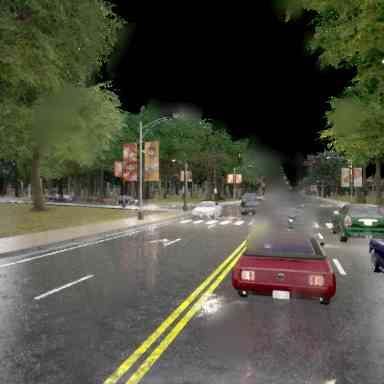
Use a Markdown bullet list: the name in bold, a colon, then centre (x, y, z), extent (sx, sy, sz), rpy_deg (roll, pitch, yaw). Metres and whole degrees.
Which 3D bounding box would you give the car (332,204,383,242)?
- **car**: centre (8.130, 1.353, 16.201), extent (2.097, 1.767, 4.553), rpy_deg (0, 0, 17)

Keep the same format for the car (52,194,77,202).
- **car**: centre (-25.878, 1.302, 67.647), extent (4.674, 1.442, 1.812), rpy_deg (0, 0, 40)

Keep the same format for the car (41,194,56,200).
- **car**: centre (-36.990, 1.256, 85.610), extent (4.181, 1.385, 1.994), rpy_deg (0, 0, 40)

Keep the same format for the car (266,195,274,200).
- **car**: centre (21.589, 1.548, 92.290), extent (1.812, 1.442, 4.674), rpy_deg (0, 0, 17)

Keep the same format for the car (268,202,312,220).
- **car**: centre (4.998, 1.506, 17.082), extent (1.837, 1.490, 4.892), rpy_deg (0, 0, 17)

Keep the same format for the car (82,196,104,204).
- **car**: centre (-18.156, 1.425, 61.023), extent (4.718, 1.301, 1.895), rpy_deg (0, 0, 41)

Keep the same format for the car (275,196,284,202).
- **car**: centre (21.271, 1.610, 80.374), extent (1.895, 1.301, 4.718), rpy_deg (0, 0, 17)

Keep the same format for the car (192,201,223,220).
- **car**: centre (1.384, 1.527, 28.130), extent (1.812, 1.442, 4.674), rpy_deg (0, 0, 17)

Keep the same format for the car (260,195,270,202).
- **car**: centre (17.294, 1.492, 78.543), extent (1.882, 1.535, 5.008), rpy_deg (0, 0, 17)

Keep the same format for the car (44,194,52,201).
- **car**: centre (-31.512, 1.262, 76.695), extent (4.674, 1.442, 1.812), rpy_deg (0, 0, 40)

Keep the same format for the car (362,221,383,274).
- **car**: centre (5.494, 1.601, 7.607), extent (1.895, 1.301, 4.718), rpy_deg (0, 0, 17)

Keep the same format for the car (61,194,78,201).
- **car**: centre (-29.129, 1.263, 78.935), extent (4.674, 1.442, 1.812), rpy_deg (0, 0, 40)

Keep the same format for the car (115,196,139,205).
- **car**: centre (-10.746, 1.363, 54.719), extent (4.902, 1.511, 2.128), rpy_deg (0, 0, 41)

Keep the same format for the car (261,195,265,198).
- **car**: centre (13.855, 1.554, 67.541), extent (2.033, 1.411, 5.357), rpy_deg (0, 0, 17)

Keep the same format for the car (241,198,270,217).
- **car**: centre (5.954, 1.551, 31.908), extent (2.033, 1.411, 5.357), rpy_deg (0, 0, 17)

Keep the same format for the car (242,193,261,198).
- **car**: centre (9.243, 1.223, 53.085), extent (2.150, 2.045, 5.566), rpy_deg (0, -1, 17)

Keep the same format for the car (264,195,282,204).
- **car**: centre (14.231, 1.535, 58.092), extent (1.812, 1.442, 4.674), rpy_deg (0, 0, 18)

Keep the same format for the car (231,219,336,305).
- **car**: centre (2.288, 1.601, 8.228), extent (1.895, 1.301, 4.718), rpy_deg (0, 0, 17)

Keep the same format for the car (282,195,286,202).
- **car**: centre (18.120, 1.552, 70.294), extent (2.033, 1.411, 5.357), rpy_deg (0, 0, 17)
